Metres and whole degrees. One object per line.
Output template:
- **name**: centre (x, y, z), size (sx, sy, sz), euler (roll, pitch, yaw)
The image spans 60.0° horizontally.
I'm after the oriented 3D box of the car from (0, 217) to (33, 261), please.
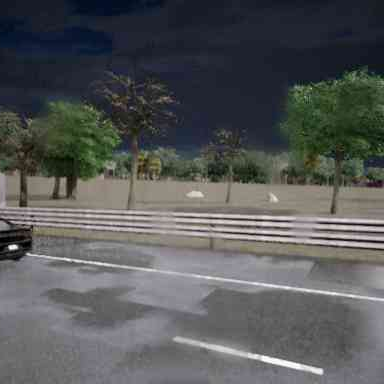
- **car**: centre (-7.336, 1.432, 10.618), size (5.008, 1.535, 1.882), euler (0, 0, 26)
